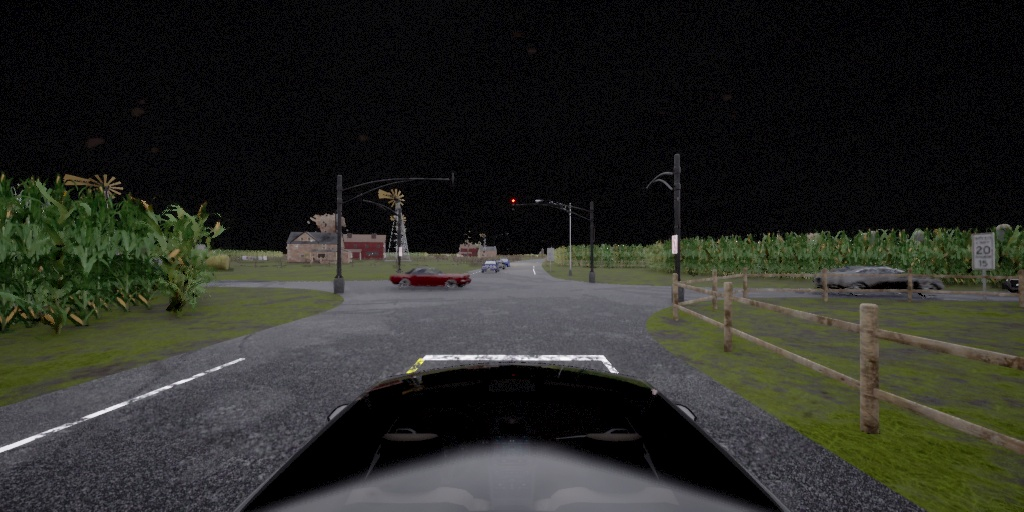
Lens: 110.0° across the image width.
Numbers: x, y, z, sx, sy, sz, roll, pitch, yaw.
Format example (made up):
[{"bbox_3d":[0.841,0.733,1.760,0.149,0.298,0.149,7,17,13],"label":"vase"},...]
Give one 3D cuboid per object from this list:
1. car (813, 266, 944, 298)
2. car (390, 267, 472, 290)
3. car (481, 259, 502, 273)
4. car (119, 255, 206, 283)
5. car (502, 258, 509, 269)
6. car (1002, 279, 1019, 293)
[{"bbox_3d":[18.334,1.252,18.031,4.902,1.511,2.128,0,-1,11],"label":"car"},{"bbox_3d":[-4.938,1.349,22.144,4.718,1.301,1.895,0,0,9],"label":"car"},{"bbox_3d":[-2.595,1.271,43.910,1.812,1.442,4.674,0,0,3],"label":"car"},{"bbox_3d":[-24.755,0.924,25.369,5.566,2.045,2.150,0,-1,10],"label":"car"},{"bbox_3d":[-2.065,1.303,53.917,1.994,1.385,4.181,0,0,5],"label":"car"},{"bbox_3d":[29.349,1.377,19.028,4.181,1.385,1.994,0,-1,10],"label":"car"}]
